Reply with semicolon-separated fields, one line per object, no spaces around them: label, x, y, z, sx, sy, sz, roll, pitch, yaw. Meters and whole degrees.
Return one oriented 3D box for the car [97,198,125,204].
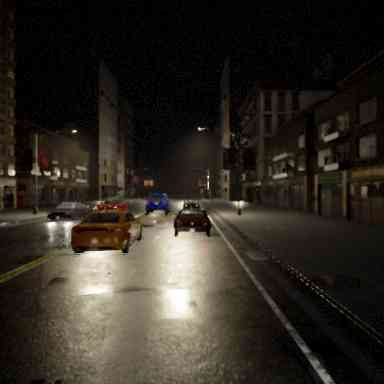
car;-6.728;1.304;27.658;2.097;1.767;4.553;0;0;0

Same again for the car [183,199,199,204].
car;-0.089;1.518;39.058;1.895;1.301;4.718;0;0;0

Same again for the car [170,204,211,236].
car;0.006;1.562;18.267;1.895;1.301;4.718;0;0;0

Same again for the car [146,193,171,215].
car;-3.321;1.156;33.353;2.150;2.045;5.566;0;0;-1

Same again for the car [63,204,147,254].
car;-3.210;1.454;13.370;1.882;1.535;5.008;0;0;0

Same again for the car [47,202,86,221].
car;-9.978;1.505;27.364;2.033;1.411;5.357;0;0;0
